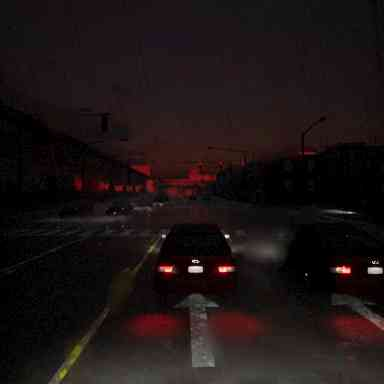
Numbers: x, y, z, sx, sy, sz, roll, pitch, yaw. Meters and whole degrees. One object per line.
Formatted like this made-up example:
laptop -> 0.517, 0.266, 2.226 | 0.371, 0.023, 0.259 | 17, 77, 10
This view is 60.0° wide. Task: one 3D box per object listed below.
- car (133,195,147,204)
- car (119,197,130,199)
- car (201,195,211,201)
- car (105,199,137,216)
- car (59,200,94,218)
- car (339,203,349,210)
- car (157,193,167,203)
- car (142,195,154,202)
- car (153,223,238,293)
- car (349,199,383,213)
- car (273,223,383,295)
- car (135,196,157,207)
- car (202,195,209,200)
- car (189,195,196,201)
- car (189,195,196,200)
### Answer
car -> -10.355, 1.477, 66.670 | 1.882, 1.535, 5.008 | 0, 0, 1
car -> -10.466, 1.505, 51.102 | 1.837, 1.490, 4.892 | 0, 0, 0
car -> 3.709, 1.553, 84.194 | 1.994, 1.385, 4.181 | 0, 0, 0
car -> -7.021, 1.601, 32.446 | 1.895, 1.301, 4.718 | 0, 0, 0
car -> -10.525, 1.477, 30.614 | 1.882, 1.535, 5.008 | 0, 0, 0
car -> 20.634, 1.547, 39.879 | 5.357, 1.411, 2.033 | 0, 0, 0
car -> -6.848, 1.477, 67.470 | 1.882, 1.535, 5.008 | 0, 0, 0
car -> -10.306, 1.540, 78.124 | 2.033, 1.411, 5.357 | 0, 0, 0
car -> 0.091, 1.547, 8.962 | 2.033, 1.411, 5.357 | 0, 0, 0
car -> 20.050, 1.564, 36.375 | 4.181, 1.385, 1.994 | 0, 0, 0
car -> 3.582, 1.547, 8.854 | 2.033, 1.411, 5.357 | 0, 0, 2
car -> -6.969, 1.601, 50.534 | 1.895, 1.301, 4.718 | 0, 0, 0
car -> 3.733, 1.524, 94.009 | 1.812, 1.442, 4.674 | 0, 0, 0
car -> 0.207, 1.540, 83.246 | 2.033, 1.411, 5.357 | 0, 0, 0
car -> 0.232, 1.500, 93.755 | 1.837, 1.490, 4.892 | 0, 0, 0
